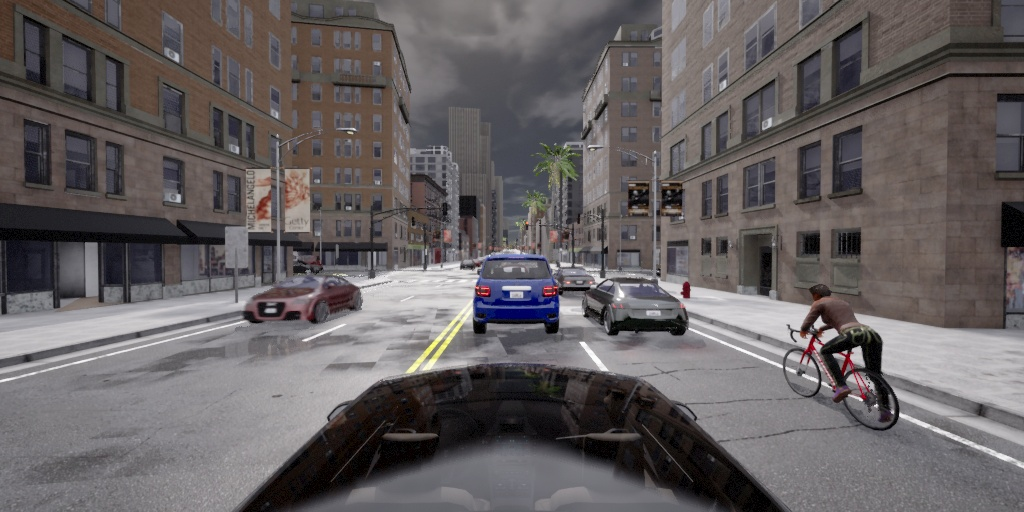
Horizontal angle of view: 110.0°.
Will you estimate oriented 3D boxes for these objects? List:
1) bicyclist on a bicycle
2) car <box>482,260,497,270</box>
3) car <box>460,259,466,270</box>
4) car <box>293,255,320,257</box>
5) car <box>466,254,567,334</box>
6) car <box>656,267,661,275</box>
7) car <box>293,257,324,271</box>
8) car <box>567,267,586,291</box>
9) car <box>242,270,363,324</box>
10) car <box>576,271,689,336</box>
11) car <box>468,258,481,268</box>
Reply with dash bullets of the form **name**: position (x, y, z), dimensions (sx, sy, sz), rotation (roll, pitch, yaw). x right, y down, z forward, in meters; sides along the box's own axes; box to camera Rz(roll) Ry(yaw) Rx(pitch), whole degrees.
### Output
- **bicyclist on a bicycle**: position (4.141, 1.202, 4.657), dimensions (0.582, 1.620, 1.656), rotation (0, 0, 0)
- **car**: position (-3.399, 1.294, 55.627), dimensions (2.033, 1.411, 5.357), rotation (0, 0, 0)
- **car**: position (-6.646, 1.224, 54.073), dimensions (1.882, 1.535, 5.008), rotation (0, 0, 0)
- **car**: position (-23.934, 0.837, 40.027), dimensions (5.009, 1.841, 2.192), rotation (0, 0, -9)
- **car**: position (0.093, 0.970, 10.776), dimensions (2.150, 2.045, 5.566), rotation (0, 0, 0)
- **car**: position (16.174, 1.514, 34.573), dimensions (4.313, 1.339, 1.948), rotation (0, 0, 0)
- **car**: position (-20.903, 1.125, 34.644), dimensions (4.892, 1.490, 1.837), rotation (1, 1, -9)
- **car**: position (3.231, 1.295, 19.675), dimensions (2.033, 1.411, 5.357), rotation (0, 0, 0)
- **car**: position (-6.611, 1.313, 11.819), dimensions (1.994, 1.385, 4.181), rotation (0, 0, 0)
- **car**: position (3.325, 1.313, 10.442), dimensions (1.994, 1.385, 4.181), rotation (0, 0, 0)
- **car**: position (-6.626, 1.223, 63.589), dimensions (1.882, 1.535, 5.008), rotation (0, 0, 0)
